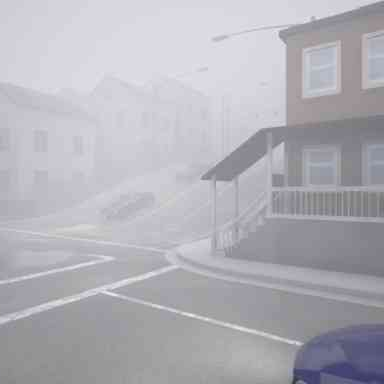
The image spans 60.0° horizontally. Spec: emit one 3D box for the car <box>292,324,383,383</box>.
[{"bbox_3d":[2.931,1.526,1.873,4.674,1.442,1.812,0,0,36],"label":"car"}]

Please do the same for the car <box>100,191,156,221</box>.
[{"bbox_3d":[-4.812,0.900,25.072,2.128,1.511,4.902,0,15,35],"label":"car"}]

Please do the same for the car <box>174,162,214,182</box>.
[{"bbox_3d":[0.175,-2.044,32.367,1.895,1.301,4.718,0,18,35],"label":"car"}]
